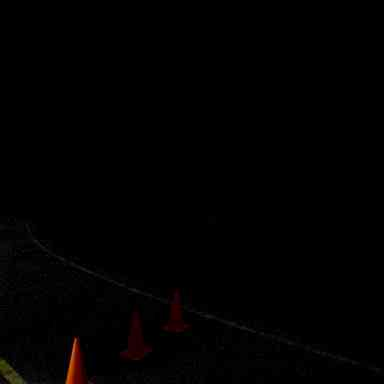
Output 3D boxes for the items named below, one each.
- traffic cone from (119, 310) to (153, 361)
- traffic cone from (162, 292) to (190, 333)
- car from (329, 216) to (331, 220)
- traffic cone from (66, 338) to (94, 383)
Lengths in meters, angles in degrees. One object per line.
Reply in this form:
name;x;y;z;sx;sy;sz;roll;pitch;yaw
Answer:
traffic cone;-0.776;1.938;4.601;0.340;0.580;0.340;1;1;32
traffic cone;-0.256;1.931;5.451;0.340;0.580;0.340;1;1;31
car;35.622;6.632;82.737;1.851;1.617;3.988;-4;-3;4
traffic cone;-1.295;1.945;3.750;0.340;0.580;0.340;1;1;31
